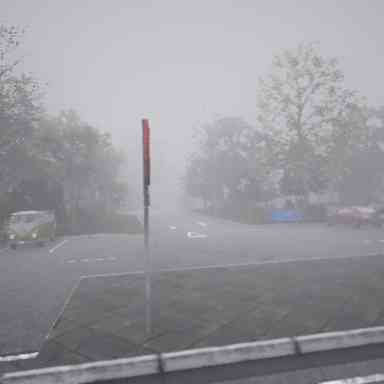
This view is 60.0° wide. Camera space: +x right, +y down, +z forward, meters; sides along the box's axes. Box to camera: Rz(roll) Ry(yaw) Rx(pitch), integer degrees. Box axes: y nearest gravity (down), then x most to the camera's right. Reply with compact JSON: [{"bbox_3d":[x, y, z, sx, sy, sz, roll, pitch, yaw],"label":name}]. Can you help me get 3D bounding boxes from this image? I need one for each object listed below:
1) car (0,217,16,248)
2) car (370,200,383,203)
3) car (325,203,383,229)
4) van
[{"bbox_3d":[-11.870,2.405,18.791,1.946,1.575,5.366,-2,-1,-11],"label":"car"},{"bbox_3d":[14.372,1.481,23.954,2.185,1.767,4.553,-1,-1,-11],"label":"car"},{"bbox_3d":[11.279,1.719,23.276,2.002,1.452,4.674,-1,-1,-11],"label":"car"},{"bbox_3d":[-9.084,2.063,19.056,1.878,1.987,4.442,-2,-1,-11],"label":"van"}]
